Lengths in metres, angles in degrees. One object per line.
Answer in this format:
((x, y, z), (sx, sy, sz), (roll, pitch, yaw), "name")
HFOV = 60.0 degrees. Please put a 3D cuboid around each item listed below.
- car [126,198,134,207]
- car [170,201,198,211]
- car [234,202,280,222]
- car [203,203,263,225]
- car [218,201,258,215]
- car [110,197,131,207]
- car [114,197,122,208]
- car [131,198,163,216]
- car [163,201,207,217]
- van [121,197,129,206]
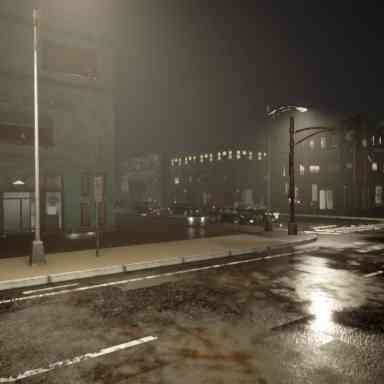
((-6.673, 1.982, 44.826), (1.812, 1.442, 4.674), (-1, 0, -35), "car")
((-1.196, 1.965, 47.075), (1.802, 1.307, 4.206), (-2, 0, -35), "car")
((5.199, 1.715, 28.111), (2.128, 1.511, 4.902), (-1, 0, -37), "car")
((3.139, 1.814, 26.330), (1.947, 1.339, 4.313), (-2, 0, -35), "car")
((5.224, 1.809, 38.058), (2.008, 1.369, 4.403), (-2, 0, -35), "car")
((-14.046, 1.939, 65.110), (2.192, 1.841, 5.009), (-1, 0, -35), "car")
((-14.669, 2.127, 61.542), (1.837, 1.490, 4.892), (-1, 0, -35), "car")
((-4.814, 1.845, 37.704), (1.967, 1.590, 4.097), (-1, 0, -35), "car")
((-0.812, 1.847, 36.568), (1.837, 1.490, 4.892), (-1, 0, -36), "car")
((-10.834, 1.906, 60.601), (1.690, 1.788, 3.998), (-1, 0, -35), "van")
